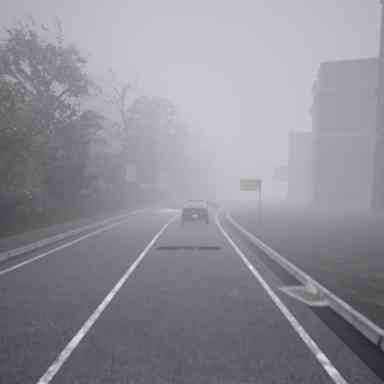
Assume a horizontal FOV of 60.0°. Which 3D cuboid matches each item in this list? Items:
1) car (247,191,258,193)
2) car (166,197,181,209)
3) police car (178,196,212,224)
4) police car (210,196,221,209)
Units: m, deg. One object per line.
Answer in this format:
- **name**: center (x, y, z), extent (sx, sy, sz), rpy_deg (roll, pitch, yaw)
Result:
- **car**: center (14.058, -0.236, 77.859), extent (1.882, 1.535, 5.008), rpy_deg (4, 4, 36)
- **car**: center (-1.744, 1.342, 39.928), extent (1.994, 1.385, 4.181), rpy_deg (1, 1, 10)
- **police car**: center (0.307, 1.385, 24.554), extent (1.930, 1.638, 5.238), rpy_deg (0, 0, 2)
- **police car**: center (2.537, 1.298, 42.576), extent (2.038, 1.542, 4.974), rpy_deg (2, 1, 12)
